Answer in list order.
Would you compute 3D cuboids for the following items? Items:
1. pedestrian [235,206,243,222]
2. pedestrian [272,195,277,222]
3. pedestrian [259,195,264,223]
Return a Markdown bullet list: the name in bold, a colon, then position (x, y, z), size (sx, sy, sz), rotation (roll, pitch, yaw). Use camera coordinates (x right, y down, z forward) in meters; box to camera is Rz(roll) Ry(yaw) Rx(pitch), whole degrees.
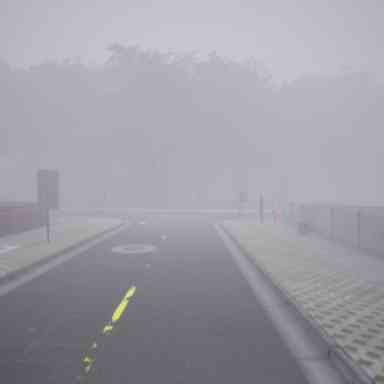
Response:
- **pedestrian**: position (3.344, 1.504, 23.078), size (0.500, 1.100, 0.500), rotation (-1, 1, 0)
- **pedestrian**: position (5.531, 1.116, 22.467), size (0.375, 1.860, 0.375), rotation (-1, 1, 0)
- **pedestrian**: position (4.530, 1.116, 21.867), size (0.375, 1.860, 0.375), rotation (-1, 1, 0)
